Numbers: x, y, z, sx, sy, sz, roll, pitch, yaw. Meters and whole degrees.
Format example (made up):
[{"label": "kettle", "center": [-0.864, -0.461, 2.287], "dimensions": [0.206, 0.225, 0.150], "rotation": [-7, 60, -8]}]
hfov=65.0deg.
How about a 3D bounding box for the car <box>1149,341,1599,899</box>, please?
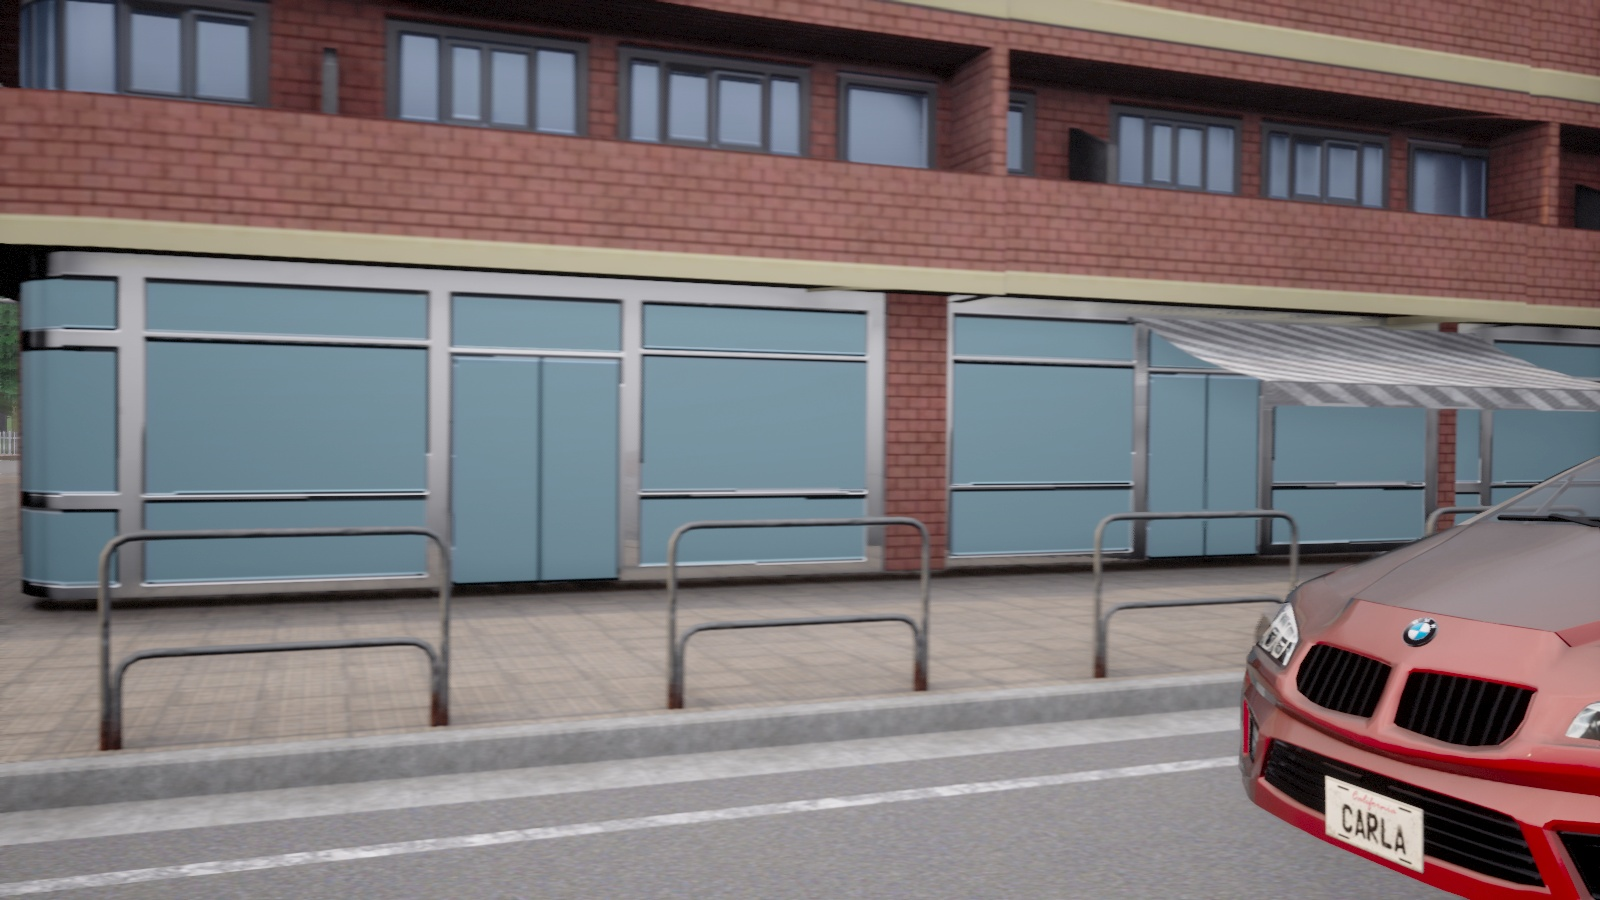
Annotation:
[{"label": "car", "center": [3.937, 0.514, 4.732], "dimensions": [4.611, 1.667, 2.242], "rotation": [-1, 1, -21]}]
